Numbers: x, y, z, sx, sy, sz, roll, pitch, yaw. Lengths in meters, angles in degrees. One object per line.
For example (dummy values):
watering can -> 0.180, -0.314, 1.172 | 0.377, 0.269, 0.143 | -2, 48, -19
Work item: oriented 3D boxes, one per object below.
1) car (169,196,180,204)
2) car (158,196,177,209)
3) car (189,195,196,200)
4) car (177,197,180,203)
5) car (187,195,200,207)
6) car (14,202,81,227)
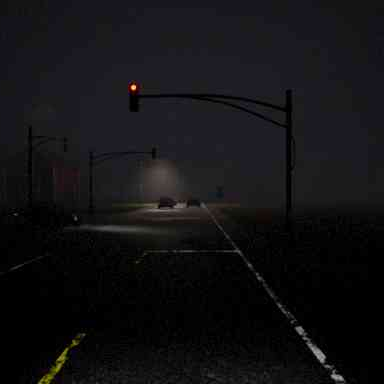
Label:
car -> -3.433, 1.536, 64.992 | 1.895, 1.301, 4.718 | 0, 0, 1
car -> -3.513, 1.443, 45.201 | 1.882, 1.535, 5.008 | 0, 0, 0
car -> 0.147, 1.440, 86.669 | 1.994, 1.385, 4.181 | 0, 0, 0
car -> -3.487, 1.477, 55.064 | 1.812, 1.442, 4.674 | 0, 0, 1
car -> 0.181, 1.435, 50.949 | 1.882, 1.535, 5.008 | 0, 0, 0
car -> -9.733, 1.431, 22.454 | 4.902, 1.511, 2.128 | 1, 0, 24
